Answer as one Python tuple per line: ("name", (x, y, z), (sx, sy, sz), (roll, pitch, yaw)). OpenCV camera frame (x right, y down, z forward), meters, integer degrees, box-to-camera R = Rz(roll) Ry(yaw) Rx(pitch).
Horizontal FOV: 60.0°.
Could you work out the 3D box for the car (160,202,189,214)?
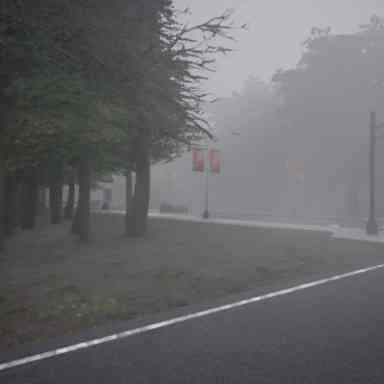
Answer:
("car", (-2.267, 1.913, 40.423), (1.812, 1.442, 4.674), (1, -1, -35))
